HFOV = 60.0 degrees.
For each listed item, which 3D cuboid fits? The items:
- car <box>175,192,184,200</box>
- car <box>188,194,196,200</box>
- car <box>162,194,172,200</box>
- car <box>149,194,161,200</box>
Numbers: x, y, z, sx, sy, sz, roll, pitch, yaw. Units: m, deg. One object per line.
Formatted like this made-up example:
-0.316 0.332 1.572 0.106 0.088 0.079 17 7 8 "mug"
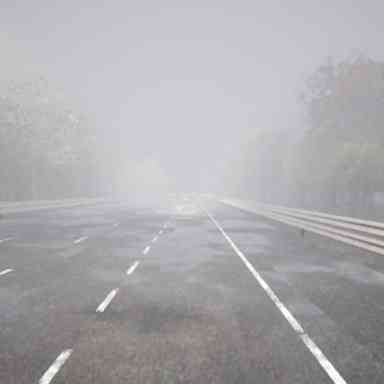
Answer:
-3.524 1.084 91.017 2.150 2.045 5.566 0 0 0 "car"
-0.025 1.215 91.374 2.097 1.767 4.553 0 0 0 "car"
-7.025 1.412 91.403 1.994 1.385 4.181 0 0 0 "car"
-10.524 1.384 90.985 2.128 1.511 4.902 0 0 0 "car"
